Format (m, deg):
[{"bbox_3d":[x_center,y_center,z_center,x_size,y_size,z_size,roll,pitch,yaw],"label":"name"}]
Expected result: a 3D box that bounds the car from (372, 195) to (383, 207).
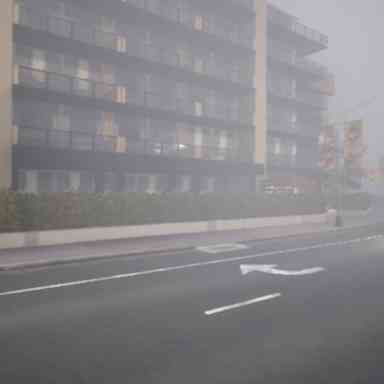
[{"bbox_3d":[33.044,1.507,59.389,2.150,2.045,5.566,0,0,-3],"label":"car"}]
